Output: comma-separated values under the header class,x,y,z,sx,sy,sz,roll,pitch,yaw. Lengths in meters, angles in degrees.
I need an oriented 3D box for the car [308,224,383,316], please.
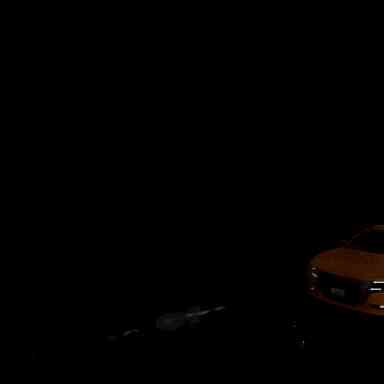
class,x,y,z,sx,sy,sz,roll,pitch,yaw
car,4.576,1.463,7.259,5.008,1.535,1.882,0,0,-36
